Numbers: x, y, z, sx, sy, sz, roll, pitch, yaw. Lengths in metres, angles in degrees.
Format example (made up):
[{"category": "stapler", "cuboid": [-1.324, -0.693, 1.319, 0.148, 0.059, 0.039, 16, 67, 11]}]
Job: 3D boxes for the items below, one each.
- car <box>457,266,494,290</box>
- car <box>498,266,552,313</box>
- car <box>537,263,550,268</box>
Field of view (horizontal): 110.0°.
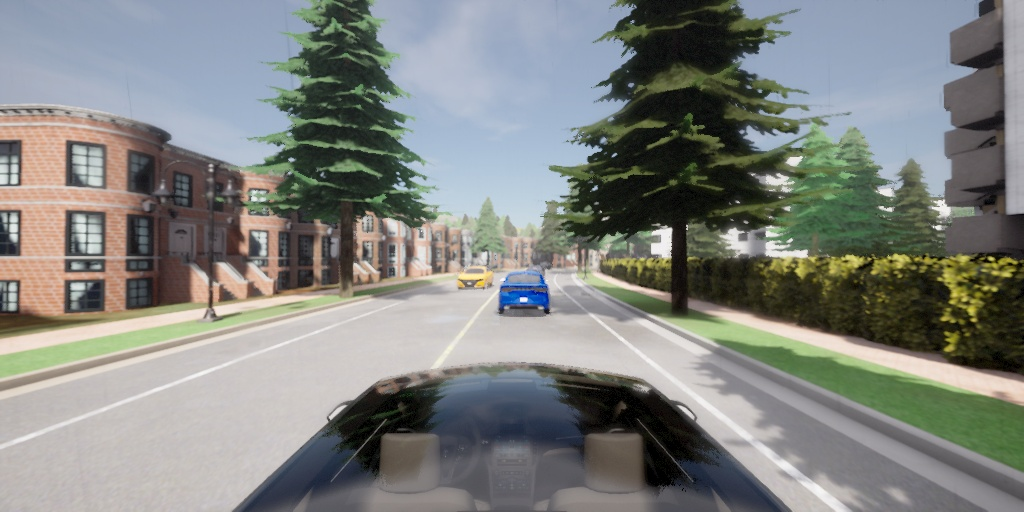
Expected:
[{"category": "car", "cuboid": [-2.457, 1.470, 25.000, 1.882, 1.535, 5.008, 0, -1, 5]}, {"category": "car", "cuboid": [0.531, 1.364, 14.792, 1.882, 1.535, 5.008, 0, 0, 3]}, {"category": "car", "cuboid": [2.370, 1.651, 35.450, 2.033, 1.411, 5.357, 0, -1, 7]}]
